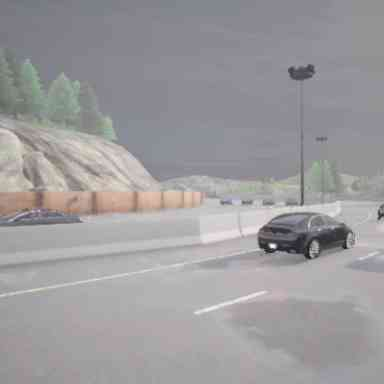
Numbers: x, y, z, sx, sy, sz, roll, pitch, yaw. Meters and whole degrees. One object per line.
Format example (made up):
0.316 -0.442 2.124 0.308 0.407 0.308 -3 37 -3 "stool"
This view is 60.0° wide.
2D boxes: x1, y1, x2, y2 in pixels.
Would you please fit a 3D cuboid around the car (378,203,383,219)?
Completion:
16.635 1.574 27.713 1.895 1.301 4.718 0 0 32 "car"

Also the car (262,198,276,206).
12.524 1.597 53.982 1.994 1.385 4.181 0 0 15 "car"

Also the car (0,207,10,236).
-12.110 1.607 17.010 4.674 1.442 1.812 0 0 -37 "car"

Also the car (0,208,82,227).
-7.787 1.552 15.972 4.902 1.511 2.128 0 0 -39 "car"

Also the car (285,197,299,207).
15.670 1.521 52.216 1.837 1.490 4.892 0 0 15 "car"

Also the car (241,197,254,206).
9.365 1.527 55.695 1.882 1.535 5.008 0 0 13 "car"

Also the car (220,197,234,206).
5.930 1.543 56.386 1.882 1.535 5.008 0 0 14 "car"

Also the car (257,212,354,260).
4.412 1.507 12.546 4.892 1.490 1.837 0 0 -43 "car"
